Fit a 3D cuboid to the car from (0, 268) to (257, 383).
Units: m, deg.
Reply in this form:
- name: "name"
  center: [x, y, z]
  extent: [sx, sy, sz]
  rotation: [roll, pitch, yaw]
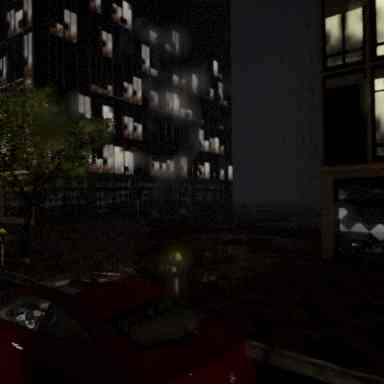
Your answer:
- name: "car"
  center: [-1.339, 1.571, 3.806]
  extent: [4.206, 1.307, 1.802]
  rotation: [0, -1, 36]
